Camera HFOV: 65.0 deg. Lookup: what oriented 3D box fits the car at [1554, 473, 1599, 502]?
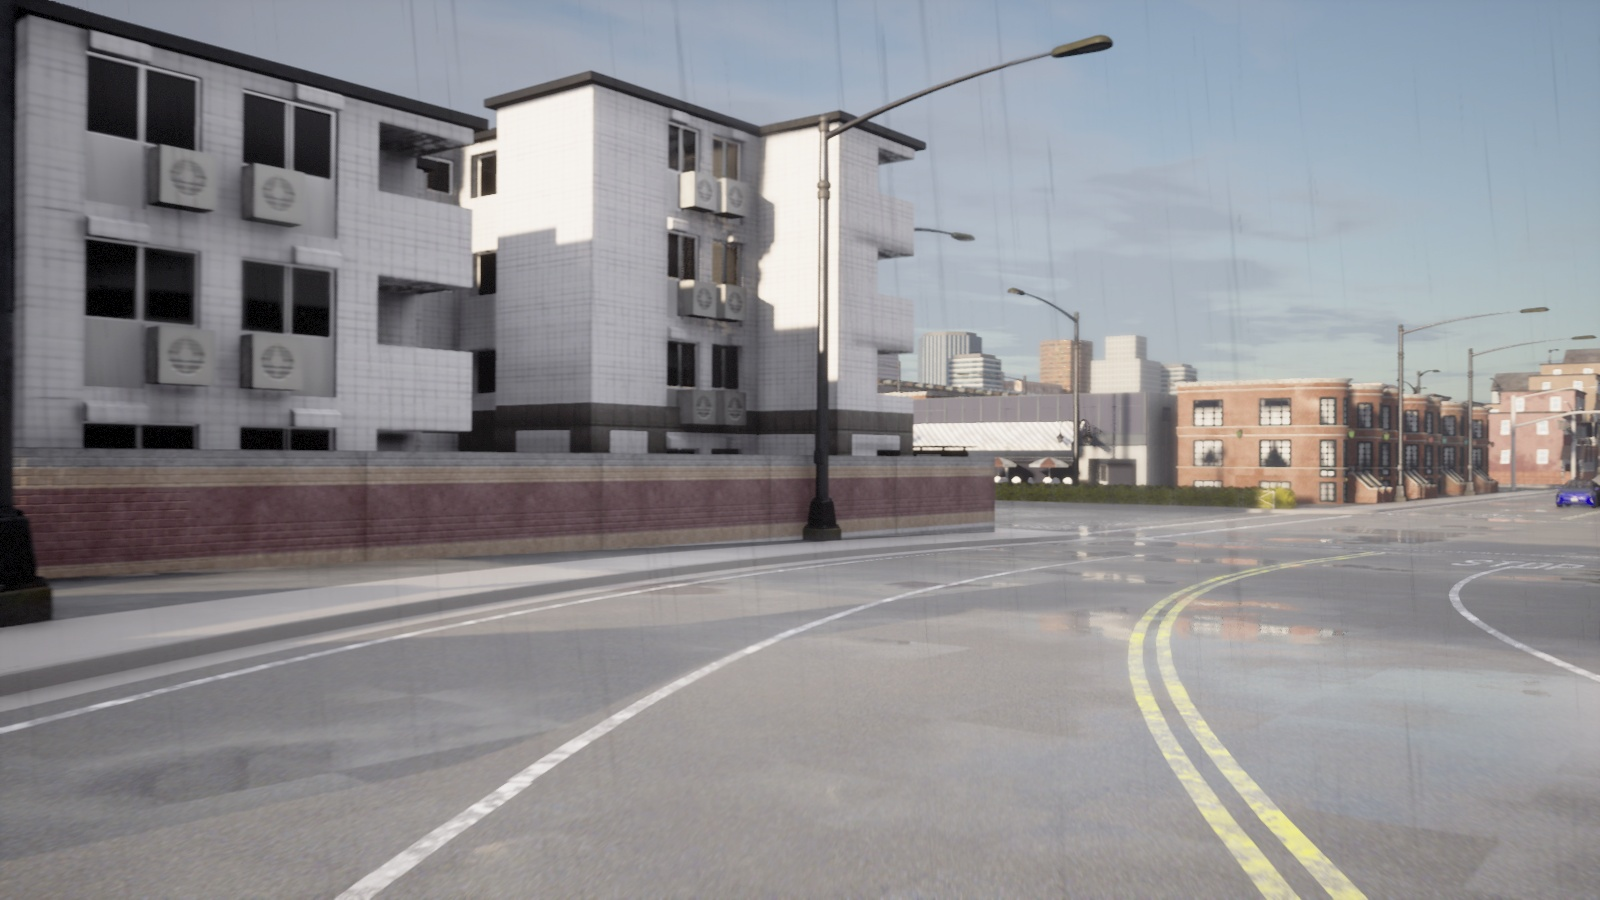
[{"bbox_3d":[43.427,2.043,69.764,2.007,1.525,4.514,-1,-1,39],"label":"car"}]
